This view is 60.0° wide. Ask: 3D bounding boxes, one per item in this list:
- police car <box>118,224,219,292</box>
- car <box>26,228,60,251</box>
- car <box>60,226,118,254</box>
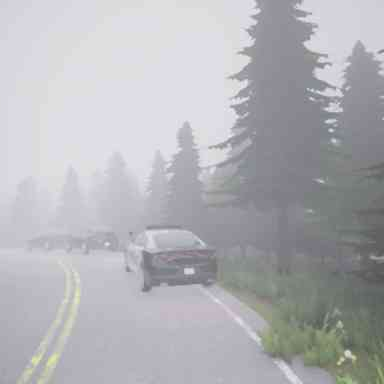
[{"bbox_3d":[-0.906,1.802,10.233,1.930,1.638,5.238,1,-4,-19],"label":"police car"},{"bbox_3d":[-10.358,3.444,24.352,5.008,1.535,1.882,-8,-7,42],"label":"car"},{"bbox_3d":[-5.969,2.773,19.610,1.837,1.490,4.892,2,-7,-37],"label":"car"}]
